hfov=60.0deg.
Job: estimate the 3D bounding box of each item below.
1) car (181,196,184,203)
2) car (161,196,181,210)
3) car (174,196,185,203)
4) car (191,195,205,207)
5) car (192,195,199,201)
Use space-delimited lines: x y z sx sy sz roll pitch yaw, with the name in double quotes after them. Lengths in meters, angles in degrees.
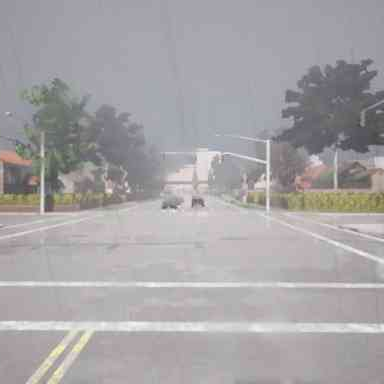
-2.780 1.465 54.286 1.837 1.490 4.892 0 0 1 "car"
-2.863 1.516 43.621 2.033 1.411 5.357 0 0 0 "car"
-2.606 1.498 69.112 2.033 1.411 5.357 0 0 0 "car"
0.877 1.468 51.553 1.837 1.490 4.892 0 0 0 "car"
1.013 1.457 87.208 1.812 1.442 4.674 0 0 0 "car"
